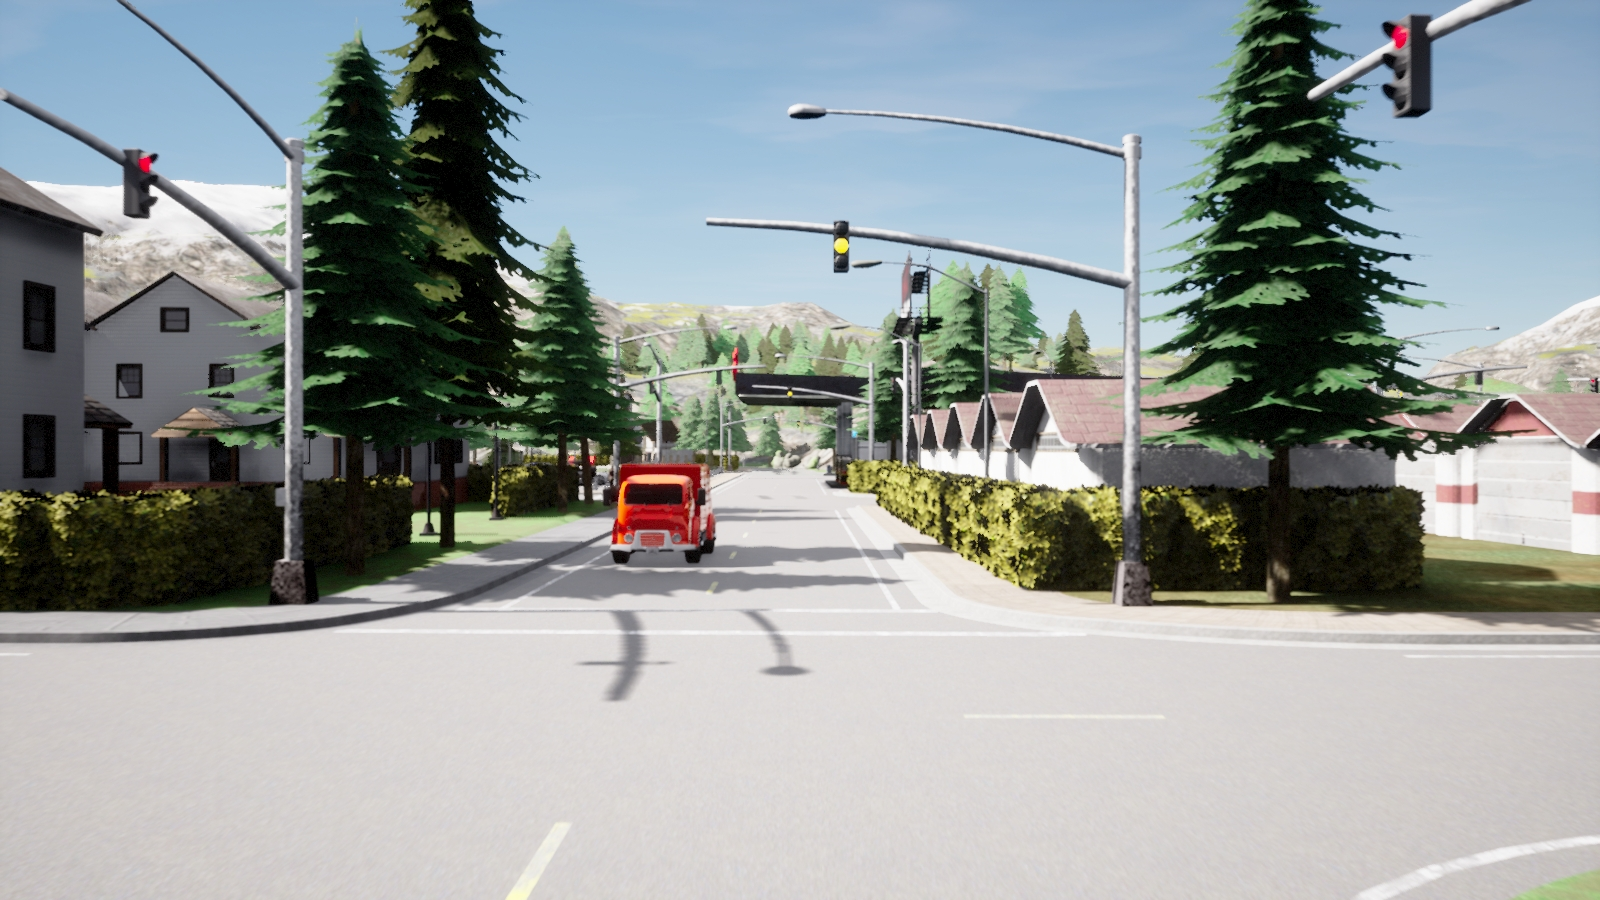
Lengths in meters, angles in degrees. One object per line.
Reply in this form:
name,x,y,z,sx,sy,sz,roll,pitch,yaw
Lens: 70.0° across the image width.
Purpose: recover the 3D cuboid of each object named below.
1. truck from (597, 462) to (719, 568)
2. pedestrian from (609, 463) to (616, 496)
truck,-3.572,1.581,29.923,2.627,2.467,5.204,0,0,-1
pedestrian,-10.767,1.690,65.664,0.375,1.860,0.375,0,0,-9
